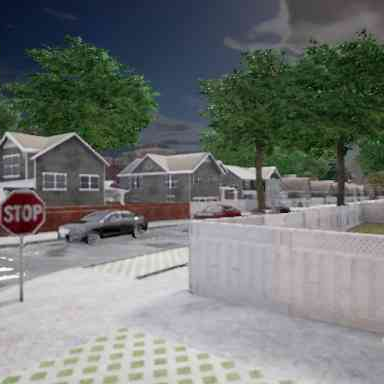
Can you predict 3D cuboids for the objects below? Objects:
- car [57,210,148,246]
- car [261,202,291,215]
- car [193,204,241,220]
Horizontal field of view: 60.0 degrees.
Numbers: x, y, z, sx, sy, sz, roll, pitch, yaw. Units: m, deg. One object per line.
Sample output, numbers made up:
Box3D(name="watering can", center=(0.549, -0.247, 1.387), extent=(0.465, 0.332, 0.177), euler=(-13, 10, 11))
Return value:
Box3D(name="car", center=(-4.312, 1.687, 16.723), extent=(2.128, 1.511, 4.902), euler=(-1, -1, 35))
Box3D(name="car", center=(8.944, 1.825, 35.353), extent=(2.128, 1.511, 4.902), euler=(-1, -1, 35))
Box3D(name="car", center=(2.012, 1.737, 25.619), extent=(1.882, 1.535, 5.008), euler=(-1, -1, 35))
